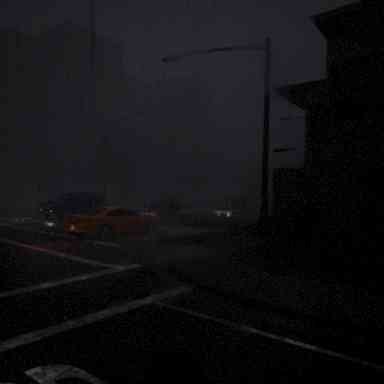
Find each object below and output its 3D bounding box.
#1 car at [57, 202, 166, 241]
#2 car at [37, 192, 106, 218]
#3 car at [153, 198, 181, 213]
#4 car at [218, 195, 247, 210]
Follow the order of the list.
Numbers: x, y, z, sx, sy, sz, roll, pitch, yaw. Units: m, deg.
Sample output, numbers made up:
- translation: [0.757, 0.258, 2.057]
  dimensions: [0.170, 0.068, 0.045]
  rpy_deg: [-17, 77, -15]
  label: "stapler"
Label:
- translation: [-3.803, 1.451, 16.681]
  dimensions: [1.882, 1.535, 5.008]
  rpy_deg: [1, 0, 36]
  label: "car"
- translation: [-9.485, 0.990, 26.817]
  dimensions: [2.150, 2.045, 5.566]
  rpy_deg: [2, 0, 36]
  label: "car"
- translation: [-3.110, 1.454, 35.457]
  dimensions: [1.837, 1.490, 4.892]
  rpy_deg: [2, 0, 37]
  label: "car"
- translation: [5.849, 1.509, 47.551]
  dimensions: [2.150, 2.045, 5.566]
  rpy_deg: [2, 1, 37]
  label: "car"
